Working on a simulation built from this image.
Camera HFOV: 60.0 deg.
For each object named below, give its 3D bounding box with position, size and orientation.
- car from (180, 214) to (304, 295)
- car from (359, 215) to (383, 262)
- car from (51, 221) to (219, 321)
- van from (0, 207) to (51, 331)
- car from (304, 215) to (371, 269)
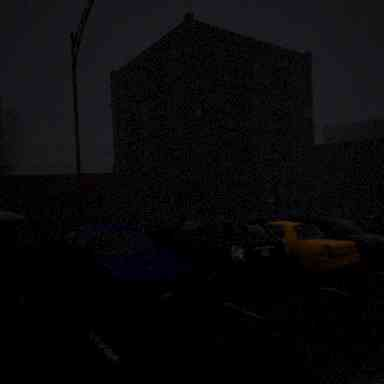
[{"bbox_3d":[0.442,1.415,9.281,2.185,1.767,4.553,1,-1,-35],"label":"car"},{"bbox_3d":[5.087,1.661,12.597,2.163,1.488,4.792,1,-1,-36],"label":"car"},{"bbox_3d":[-1.852,1.501,7.690,2.097,1.535,5.008,1,0,-35],"label":"car"},{"bbox_3d":[-4.174,1.254,6.170,1.878,1.987,4.442,0,0,-35],"label":"van"},{"bbox_3d":[2.690,1.584,11.151,1.946,1.575,5.366,1,-1,-35],"label":"car"}]
